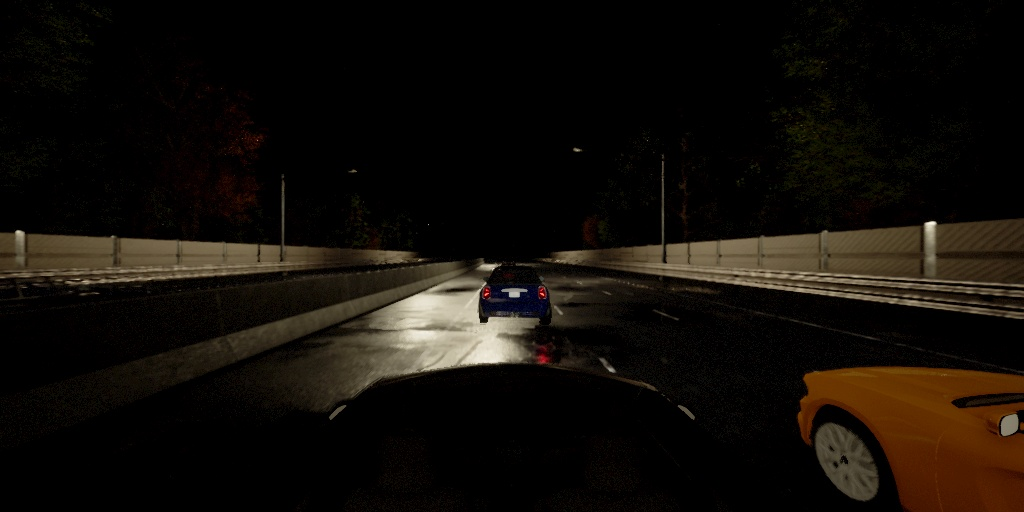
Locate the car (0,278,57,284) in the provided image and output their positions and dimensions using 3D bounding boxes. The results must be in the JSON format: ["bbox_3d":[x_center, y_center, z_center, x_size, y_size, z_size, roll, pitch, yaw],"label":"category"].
[{"bbox_3d":[-14.081,1.302,9.568,2.033,1.411,5.357,0,0,0],"label":"car"}]

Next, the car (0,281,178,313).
[{"bbox_3d":[-10.586,1.355,8.993,1.895,1.301,4.718,0,0,0],"label":"car"}]

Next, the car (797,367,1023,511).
[{"bbox_3d":[3.593,1.227,1.275,1.882,1.535,5.008,0,0,0],"label":"car"}]

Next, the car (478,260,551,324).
[{"bbox_3d":[0.056,1.106,12.192,2.097,1.767,4.553,0,0,0],"label":"car"}]

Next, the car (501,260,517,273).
[{"bbox_3d":[-0.428,1.270,44.219,1.837,1.490,4.892,0,0,-1],"label":"car"}]
